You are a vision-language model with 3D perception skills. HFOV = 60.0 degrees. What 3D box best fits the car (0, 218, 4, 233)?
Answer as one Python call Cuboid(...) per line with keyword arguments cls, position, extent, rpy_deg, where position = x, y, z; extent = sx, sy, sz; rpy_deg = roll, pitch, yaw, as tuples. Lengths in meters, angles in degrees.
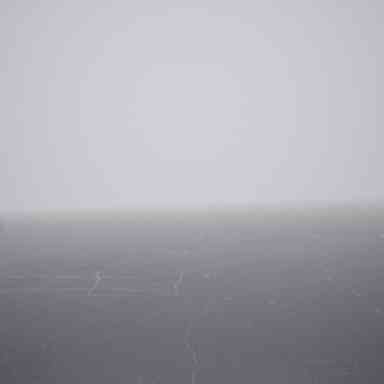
Cuboid(cls="car", position=(-12.874, 1.844, 17.882), extent=(5.008, 1.535, 1.882), rpy_deg=(-2, 1, 0))
